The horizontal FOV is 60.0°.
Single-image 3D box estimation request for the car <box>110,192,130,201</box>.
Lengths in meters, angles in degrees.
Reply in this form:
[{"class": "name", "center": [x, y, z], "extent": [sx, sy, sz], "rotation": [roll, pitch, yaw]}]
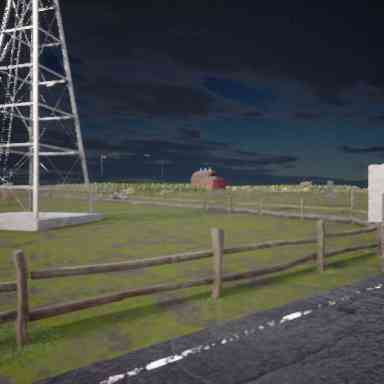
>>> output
[{"class": "car", "center": [-11.925, 0.749, 55.040], "extent": [2.128, 1.511, 4.902], "rotation": [1, 0, -37]}]
